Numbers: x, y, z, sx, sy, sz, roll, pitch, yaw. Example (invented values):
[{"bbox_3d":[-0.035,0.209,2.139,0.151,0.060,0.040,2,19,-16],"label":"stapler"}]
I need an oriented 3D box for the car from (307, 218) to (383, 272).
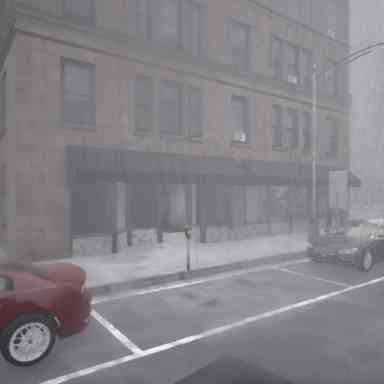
[{"bbox_3d":[5.506,1.549,10.693,4.403,1.369,2.008,0,0,-36],"label":"car"}]

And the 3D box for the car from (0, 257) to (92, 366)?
[{"bbox_3d":[-3.606,1.542,4.194,4.507,1.381,1.887,0,0,-35],"label":"car"}]
